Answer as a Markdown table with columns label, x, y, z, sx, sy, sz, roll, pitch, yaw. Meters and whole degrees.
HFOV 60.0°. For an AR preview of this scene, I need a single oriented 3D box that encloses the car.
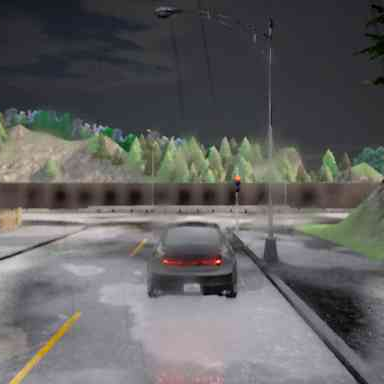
| label | x | y | z | sx | sy | sz | roll | pitch | yaw |
| --- | --- | --- | --- | --- | --- | --- | --- | --- | --- |
| car | 0.025 | 1.481 | 8.428 | 1.837 | 1.490 | 4.892 | 0 | 0 | 1 |
